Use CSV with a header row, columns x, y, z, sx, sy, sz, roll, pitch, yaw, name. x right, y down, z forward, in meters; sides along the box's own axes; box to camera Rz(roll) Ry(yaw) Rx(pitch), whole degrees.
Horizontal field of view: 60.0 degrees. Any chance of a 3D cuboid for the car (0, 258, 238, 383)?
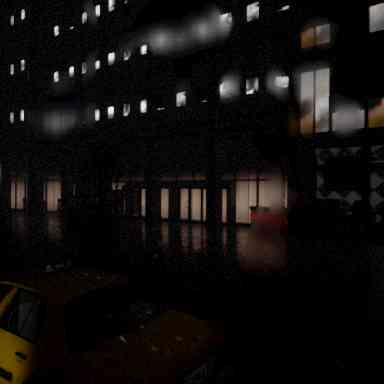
x,y,z,sx,sy,sz,roll,pitch,yaw,name
-1.824,1.522,4.167,4.829,1.417,1.752,0,1,36,car
